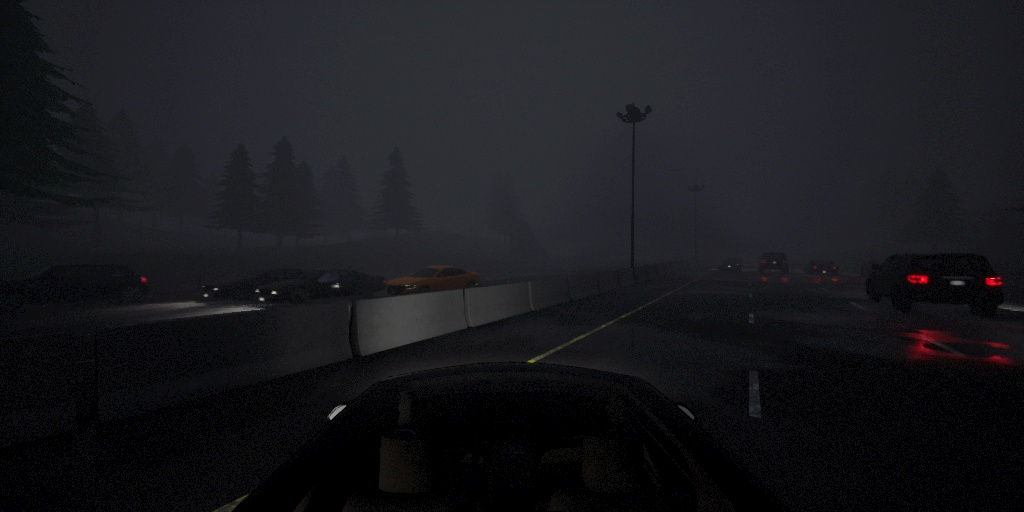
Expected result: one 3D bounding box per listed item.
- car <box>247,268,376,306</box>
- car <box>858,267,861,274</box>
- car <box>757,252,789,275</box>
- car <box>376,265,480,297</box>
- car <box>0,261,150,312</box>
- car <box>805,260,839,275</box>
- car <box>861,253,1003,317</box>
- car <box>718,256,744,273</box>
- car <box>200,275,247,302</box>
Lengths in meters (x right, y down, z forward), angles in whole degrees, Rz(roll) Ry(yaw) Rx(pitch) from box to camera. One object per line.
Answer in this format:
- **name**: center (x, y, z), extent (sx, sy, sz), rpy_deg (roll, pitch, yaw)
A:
- **car**: center (-8.252, 1.281, 16.141), extent (2.033, 1.411, 5.357), rpy_deg (0, 0, 33)
- **car**: center (29.734, 0.971, 28.854), extent (1.812, 1.442, 4.674), rpy_deg (0, 1, 33)
- **car**: center (24.956, 0.629, 34.313), extent (2.150, 2.045, 5.566), rpy_deg (0, 1, 33)
- **car**: center (-3.547, 1.203, 16.913), extent (1.882, 1.535, 5.008), rpy_deg (0, 0, 33)
- **car**: center (-17.831, 1.088, 14.339), extent (2.097, 1.767, 4.553), rpy_deg (0, 0, 33)
- **car**: center (28.011, 1.006, 32.585), extent (1.895, 1.301, 4.718), rpy_deg (0, 1, 33)
- **car**: center (15.321, 0.916, 13.369), extent (2.150, 2.045, 5.566), rpy_deg (0, 0, 33)
- **car**: center (22.421, 0.956, 36.828), extent (1.994, 1.385, 4.181), rpy_deg (0, 1, 34)
- **car**: center (-11.564, 1.280, 17.478), extent (2.033, 1.411, 5.357), rpy_deg (0, 0, 33)
